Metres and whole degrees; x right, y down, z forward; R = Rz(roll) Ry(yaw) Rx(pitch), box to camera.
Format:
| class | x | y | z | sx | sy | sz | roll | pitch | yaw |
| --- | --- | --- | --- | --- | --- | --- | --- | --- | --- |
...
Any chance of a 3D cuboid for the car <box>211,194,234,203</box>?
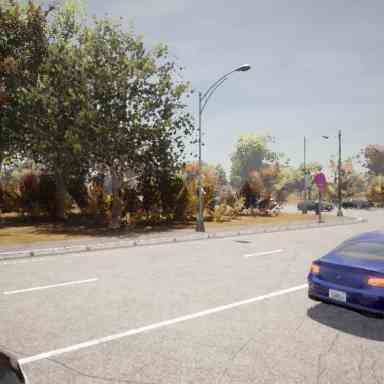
| class | x | y | z | sx | sy | sz | roll | pitch | yaw |
| --- | --- | --- | --- | --- | --- | --- | --- | --- | --- |
| car | 5.963 | 1.321 | 66.484 | 1.882 | 1.535 | 5.008 | 0 | 1 | -33 |

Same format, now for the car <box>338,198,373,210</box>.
| class | x | y | z | sx | sy | sz | roll | pitch | yaw |
| --- | --- | --- | --- | --- | --- | --- | --- | --- | --- |
| car | 20.715 | 1.491 | 43.010 | 2.128 | 1.511 | 4.902 | 0 | 0 | -32 |

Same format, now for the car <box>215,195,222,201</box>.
| class | x | y | z | sx | sy | sz | roll | pitch | yaw |
| --- | --- | --- | --- | --- | --- | --- | --- | --- | --- |
| car | 3.934 | 1.459 | 56.262 | 1.812 | 1.442 | 4.674 | 0 | 1 | -32 |

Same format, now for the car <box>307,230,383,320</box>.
| class | x | y | z | sx | sy | sz | roll | pitch | yaw |
| --- | --- | --- | --- | --- | --- | --- | --- | --- | --- |
| car | 4.257 | 1.526 | 6.794 | 4.674 | 1.442 | 1.812 | 0 | 0 | -36 |

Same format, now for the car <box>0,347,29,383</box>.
| class | x | y | z | sx | sy | sz | roll | pitch | yaw |
| --- | --- | --- | --- | --- | --- | --- | --- | --- | --- |
| car | -3.339 | 1.492 | 1.362 | 4.902 | 1.511 | 2.128 | 0 | 0 | -36 |

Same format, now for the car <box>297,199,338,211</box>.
| class | x | y | z | sx | sy | sz | roll | pitch | yaw |
| --- | --- | --- | --- | --- | --- | --- | --- | --- | --- |
| car | 14.574 | 1.564 | 39.447 | 1.994 | 1.385 | 4.181 | 0 | 0 | -32 |
